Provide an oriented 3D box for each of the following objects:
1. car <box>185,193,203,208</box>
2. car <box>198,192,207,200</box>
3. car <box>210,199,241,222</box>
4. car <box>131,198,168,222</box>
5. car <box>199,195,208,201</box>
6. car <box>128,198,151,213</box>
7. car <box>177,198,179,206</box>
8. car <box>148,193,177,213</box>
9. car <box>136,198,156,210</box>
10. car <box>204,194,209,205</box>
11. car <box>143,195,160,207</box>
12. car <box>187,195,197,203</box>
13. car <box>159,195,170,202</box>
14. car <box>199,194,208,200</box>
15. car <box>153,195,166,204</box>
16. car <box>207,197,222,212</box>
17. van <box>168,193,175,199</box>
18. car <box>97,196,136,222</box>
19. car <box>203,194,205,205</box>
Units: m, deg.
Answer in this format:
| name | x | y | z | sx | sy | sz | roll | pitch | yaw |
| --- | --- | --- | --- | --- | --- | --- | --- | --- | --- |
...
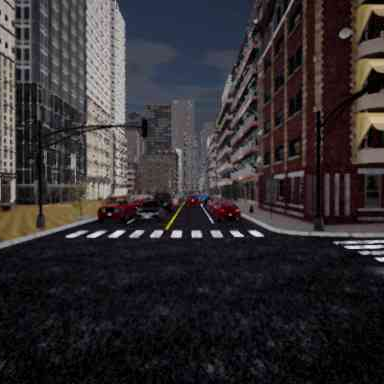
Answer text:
| name | x | y | z | sx | sy | sz | roll | pitch | yaw |
| --- | --- | --- | --- | --- | --- | --- | --- | --- | --- |
| car | 0.087 | 1.201 | 45.886 | 2.097 | 1.767 | 4.553 | 0 | 0 | 0 |
| car | 2.657 | 1.064 | 86.346 | 2.192 | 1.841 | 5.009 | 0 | 0 | 0 |
| car | 2.677 | 1.456 | 25.542 | 1.887 | 1.381 | 4.507 | 0 | 0 | 0 |
| car | -3.096 | 1.439 | 25.221 | 1.812 | 1.442 | 4.674 | 0 | 0 | 0 |
| car | 2.663 | 1.319 | 75.291 | 1.887 | 1.381 | 4.507 | 0 | 0 | 0 |
| car | -5.706 | 1.421 | 36.595 | 1.887 | 1.381 | 4.507 | 0 | 0 | 0 |
| car | -3.069 | 1.195 | 48.028 | 2.097 | 1.767 | 4.553 | 0 | 0 | 0 |
| car | -3.093 | 1.099 | 35.454 | 2.150 | 2.045 | 5.566 | 0 | 1 | 0 |
| car | -5.708 | 1.426 | 42.123 | 1.947 | 1.339 | 4.313 | 0 | 0 | 0 |
| car | 2.673 | 1.316 | 36.597 | 1.967 | 1.590 | 4.097 | 0 | 0 | 0 |
| car | -5.710 | 1.285 | 47.651 | 1.967 | 1.590 | 4.097 | 0 | 0 | 0 |
| car | -0.020 | 1.362 | 65.426 | 1.994 | 1.385 | 4.181 | 0 | 0 | 0 |
| car | -5.716 | 1.333 | 69.761 | 1.887 | 1.381 | 4.507 | 0 | 0 | 0 |
| car | 2.661 | 1.312 | 80.818 | 2.008 | 1.369 | 4.403 | 0 | 0 | 0 |
| car | -5.713 | 1.342 | 58.535 | 1.752 | 1.417 | 4.829 | 0 | 0 | 0 |
| car | 2.676 | 1.438 | 31.069 | 1.887 | 1.381 | 4.507 | 0 | 0 | 0 |
| van | -5.724 | 1.079 | 91.871 | 1.690 | 1.788 | 3.998 | 0 | 0 | 0 |
| car | -5.704 | 1.227 | 25.539 | 2.192 | 1.841 | 5.009 | 0 | 0 | 0 |
| car | 2.669 | 1.395 | 53.180 | 1.947 | 1.339 | 4.313 | 0 | 0 | 0 |
